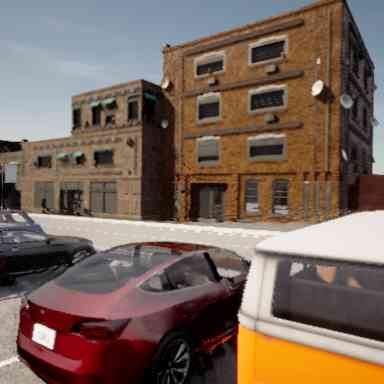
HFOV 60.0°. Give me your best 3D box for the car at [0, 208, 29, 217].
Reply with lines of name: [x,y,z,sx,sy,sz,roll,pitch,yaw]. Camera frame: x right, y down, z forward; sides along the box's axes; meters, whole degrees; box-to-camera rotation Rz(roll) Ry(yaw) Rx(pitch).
car: [-6.939,1.349,10.136,2.185,1.767,4.553,0,0,36]

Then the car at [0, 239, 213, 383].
car: [-0.143,1.509,5.285,2.163,1.488,4.792,0,0,36]

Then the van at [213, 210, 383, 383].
van: [2.225,1.254,3.704,1.878,1.987,4.442,0,0,35]

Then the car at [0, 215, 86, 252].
car: [-4.693,1.517,8.492,2.002,1.452,4.674,0,0,36]
